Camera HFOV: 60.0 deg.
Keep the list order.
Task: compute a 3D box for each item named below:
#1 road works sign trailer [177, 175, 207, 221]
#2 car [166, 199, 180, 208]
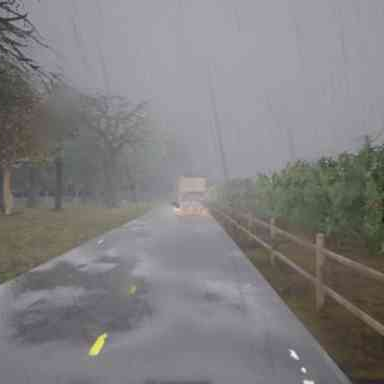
[{"bbox_3d":[0.004,0.437,27.220,2.380,3.560,2.880,0,0,0],"label":"road works sign trailer"},{"bbox_3d":[-2.826,1.635,48.909,1.895,1.301,4.718,0,0,0],"label":"car"}]
